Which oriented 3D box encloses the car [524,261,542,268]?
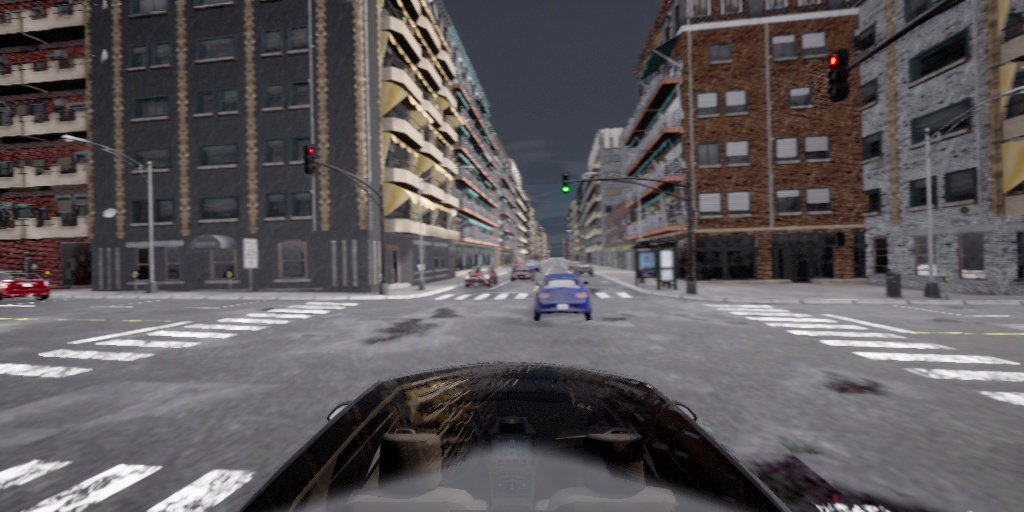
[{"bbox_3d":[3.050,1.723,47.920,1.895,1.301,4.718,-1,-1,8],"label":"car"}]

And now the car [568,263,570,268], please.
[{"bbox_3d":[10.358,1.499,59.520,1.967,1.591,4.097,0,0,7],"label":"car"}]

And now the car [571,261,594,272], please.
[{"bbox_3d":[7.511,1.461,37.146,2.007,1.370,4.403,0,0,7],"label":"car"}]

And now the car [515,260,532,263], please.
[{"bbox_3d":[1.336,1.546,54.987,2.192,1.841,5.009,0,0,7],"label":"car"}]

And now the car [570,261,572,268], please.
[{"bbox_3d":[8.223,1.493,42.738,1.888,1.381,4.507,0,0,7],"label":"car"}]

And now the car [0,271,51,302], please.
[{"bbox_3d":[-25.661,1.471,17.777,4.097,1.591,1.967,0,0,7],"label":"car"}]

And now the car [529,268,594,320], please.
[{"bbox_3d":[1.774,1.339,12.812,1.812,1.442,4.674,-1,-1,7],"label":"car"}]

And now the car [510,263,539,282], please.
[{"bbox_3d":[1.025,1.582,32.136,1.994,1.385,4.181,-1,-1,7],"label":"car"}]

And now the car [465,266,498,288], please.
[{"bbox_3d":[-2.222,1.486,27.020,1.967,1.591,4.097,0,0,7],"label":"car"}]
